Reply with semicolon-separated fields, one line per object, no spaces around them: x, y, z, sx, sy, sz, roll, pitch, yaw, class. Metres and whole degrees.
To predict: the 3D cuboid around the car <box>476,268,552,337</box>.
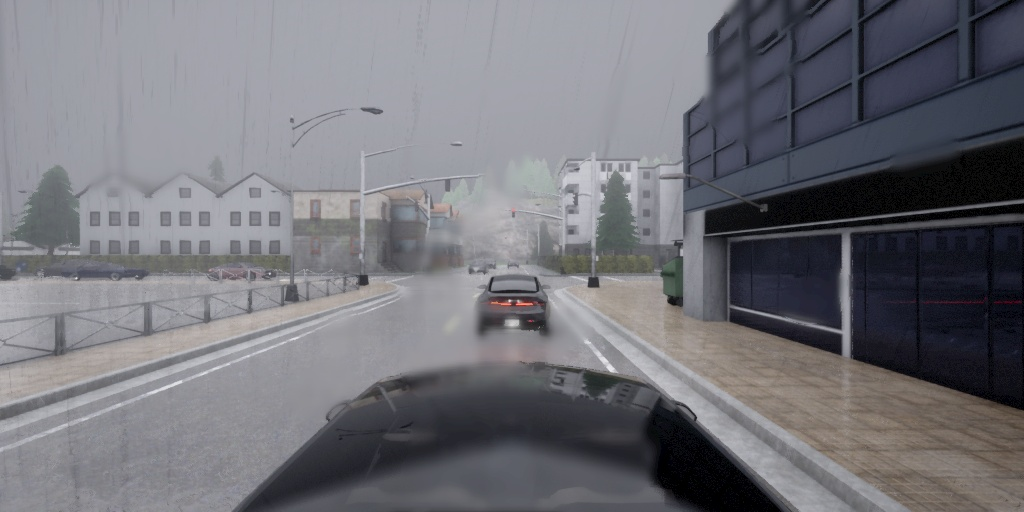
0.067;1.255;10.344;1.837;1.490;4.892;0;0;1;car

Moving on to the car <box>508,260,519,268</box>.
0.181;1.351;60.994;1.895;1.301;4.718;0;0;-1;car

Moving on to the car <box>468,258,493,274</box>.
-3.659;1.241;39.666;2.128;1.511;4.902;0;0;2;car

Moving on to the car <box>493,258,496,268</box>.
-3.511;1.101;54.937;2.097;1.767;4.553;0;0;0;car

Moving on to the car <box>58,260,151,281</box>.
-29.911;1.174;26.546;4.718;1.301;1.895;0;0;0;car

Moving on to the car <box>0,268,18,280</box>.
-40.133;1.174;26.626;4.718;1.301;1.895;0;0;1;car

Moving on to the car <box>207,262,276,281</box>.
-19.891;1.138;26.500;4.181;1.385;1.994;0;0;0;car

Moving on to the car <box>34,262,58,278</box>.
-37.108;1.078;30.269;4.892;1.490;1.837;0;0;0;car
